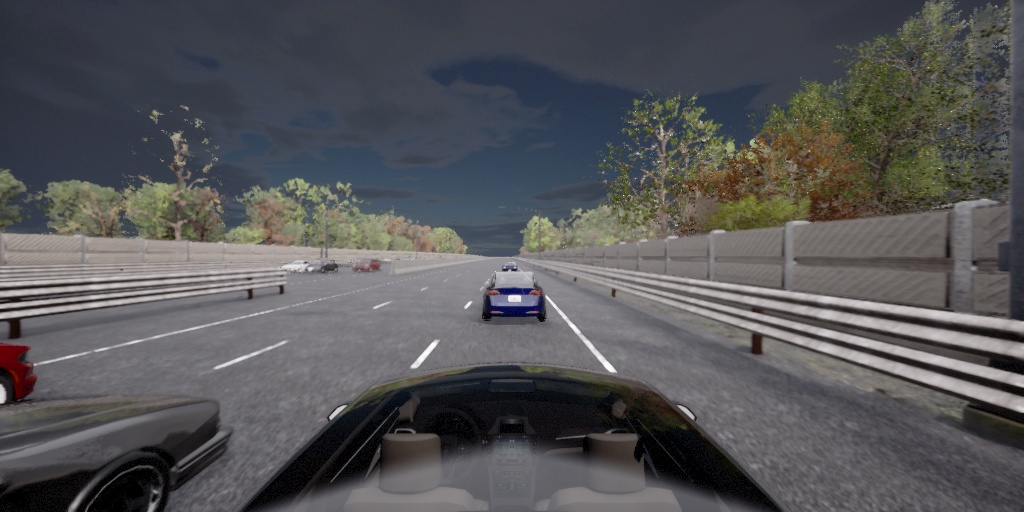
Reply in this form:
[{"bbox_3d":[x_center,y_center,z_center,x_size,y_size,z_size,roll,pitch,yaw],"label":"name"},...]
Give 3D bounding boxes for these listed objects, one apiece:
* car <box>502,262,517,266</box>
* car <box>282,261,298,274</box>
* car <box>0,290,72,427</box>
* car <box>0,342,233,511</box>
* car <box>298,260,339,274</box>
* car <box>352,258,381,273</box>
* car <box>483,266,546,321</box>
[{"bbox_3d":[-0.276,1.362,43.452,1.895,1.301,4.718,0,0,-1],"label":"car"},{"bbox_3d":[-24.938,1.285,42.100,1.812,1.442,4.674,0,0,-1],"label":"car"},{"bbox_3d":[-6.905,1.228,2.359,1.882,1.535,5.008,0,0,0],"label":"car"},{"bbox_3d":[-3.400,1.298,0.662,2.033,1.411,5.357,0,0,0],"label":"car"},{"bbox_3d":[-21.419,1.250,40.488,2.128,1.511,4.902,0,0,-1],"label":"car"},{"bbox_3d":[-17.971,1.111,44.416,2.097,1.767,4.553,0,0,-1],"label":"car"},{"bbox_3d":[0.066,1.256,12.552,2.163,1.488,4.792,0,0,0],"label":"car"}]
